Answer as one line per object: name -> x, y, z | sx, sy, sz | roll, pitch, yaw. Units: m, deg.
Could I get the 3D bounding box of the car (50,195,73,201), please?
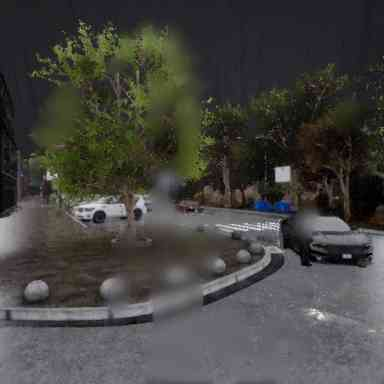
car -> -34.788, 1.636, 88.758 | 5.366, 1.575, 1.946 | -1, 0, -45

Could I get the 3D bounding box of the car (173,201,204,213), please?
car -> -0.493, 1.616, 36.402 | 1.895, 1.301, 4.718 | 0, 0, -25

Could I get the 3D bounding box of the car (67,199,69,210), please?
car -> -8.504, 1.491, 31.449 | 5.366, 1.575, 1.946 | -1, 0, -45

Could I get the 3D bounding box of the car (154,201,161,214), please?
car -> -4.880, 1.519, 35.790 | 1.837, 1.490, 4.892 | 0, 0, -25

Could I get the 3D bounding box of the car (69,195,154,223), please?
car -> -6.128, 1.242, 25.836 | 5.566, 2.045, 2.435 | -1, 1, -45

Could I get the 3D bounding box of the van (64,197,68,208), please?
van -> -11.232, 1.275, 36.687 | 4.442, 1.987, 1.878 | -1, 1, -45

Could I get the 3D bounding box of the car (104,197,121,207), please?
car -> -12.700, 1.596, 53.012 | 1.812, 1.442, 4.674 | 0, 0, -25

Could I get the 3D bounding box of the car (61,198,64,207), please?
car -> -12.396, 1.501, 39.504 | 5.008, 1.535, 2.097 | -1, 1, -45

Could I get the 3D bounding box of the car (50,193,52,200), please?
car -> -23.645, 1.288, 64.107 | 5.566, 2.045, 2.435 | -1, 0, -45

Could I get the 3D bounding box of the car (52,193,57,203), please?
car -> -19.887, 1.268, 55.911 | 5.566, 2.045, 2.435 | -1, 0, -45

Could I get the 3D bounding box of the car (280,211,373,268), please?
car -> 4.401, 1.481, 11.582 | 1.882, 1.535, 5.008 | 1, 0, 4

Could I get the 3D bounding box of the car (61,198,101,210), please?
car -> -14.909, 1.545, 44.965 | 4.674, 1.452, 2.002 | -1, 0, -45

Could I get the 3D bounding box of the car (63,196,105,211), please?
car -> -13.686, 1.377, 42.216 | 4.553, 1.767, 2.185 | -1, 0, -45

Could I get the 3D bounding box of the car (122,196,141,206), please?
car -> -10.801, 1.527, 58.646 | 2.128, 1.511, 4.902 | 0, 0, -25
